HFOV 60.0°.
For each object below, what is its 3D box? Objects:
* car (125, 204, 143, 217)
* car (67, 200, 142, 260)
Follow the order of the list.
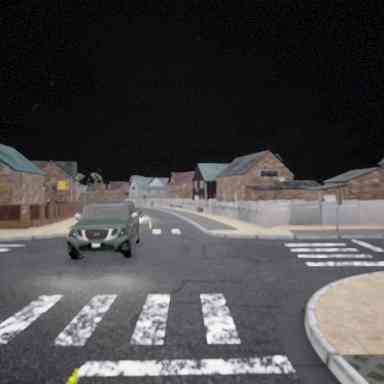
[{"bbox_3d":[-6.742,2.040,38.327,1.895,1.301,4.718,0,-1,-11],"label":"car"},{"bbox_3d":[-3.372,1.391,13.733,2.150,2.045,5.566,-1,0,-4],"label":"car"}]
